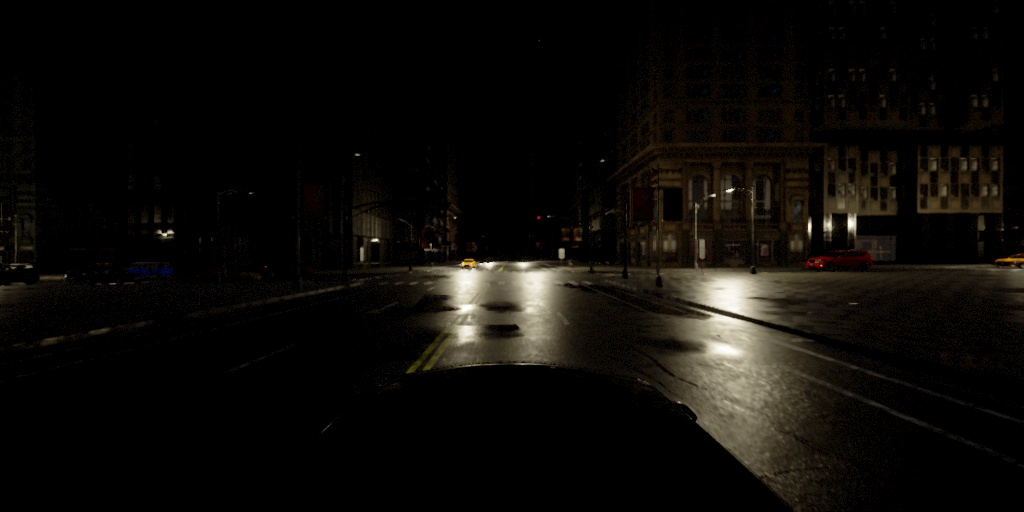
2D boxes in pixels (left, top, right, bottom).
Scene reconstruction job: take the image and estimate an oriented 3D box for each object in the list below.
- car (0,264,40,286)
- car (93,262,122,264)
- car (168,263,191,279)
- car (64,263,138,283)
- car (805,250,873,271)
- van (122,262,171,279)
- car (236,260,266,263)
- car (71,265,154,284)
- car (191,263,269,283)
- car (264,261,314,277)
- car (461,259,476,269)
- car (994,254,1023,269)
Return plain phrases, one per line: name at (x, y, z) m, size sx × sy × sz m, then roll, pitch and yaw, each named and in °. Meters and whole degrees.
car at (-43.554, 1.626, 30.460) m, size 5.009 × 1.841 × 2.192 m, roll 0°, pitch 0°, yaw 0°
car at (-44.332, 1.594, 39.013) m, size 5.009 × 1.841 × 2.192 m, roll 0°, pitch 0°, yaw 0°
car at (-34.158, 1.724, 38.981) m, size 4.207 × 1.307 × 1.802 m, roll 0°, pitch 0°, yaw 0°
car at (-38.192, 1.731, 33.125) m, size 4.892 × 1.490 × 1.837 m, roll -1°, pitch 0°, yaw 0°
car at (32.967, 0.472, 36.201) m, size 5.566 × 2.045 × 2.150 m, roll -1°, pitch 0°, yaw 0°
van at (-39.245, 1.552, 38.997) m, size 3.998 × 1.789 × 1.690 m, roll 0°, pitch 0°, yaw 0°
car at (-29.071, 1.388, 38.965) m, size 5.009 × 1.841 × 2.192 m, roll 0°, pitch 0°, yaw 0°
car at (-33.783, 1.730, 30.441) m, size 4.403 × 1.370 × 2.007 m, roll 0°, pitch 0°, yaw 0°
car at (-23.841, 1.572, 30.421) m, size 4.829 × 1.417 × 1.751 m, roll 0°, pitch 0°, yaw 0°
car at (-23.984, 1.549, 38.950) m, size 4.507 × 1.381 × 1.888 m, roll 0°, pitch 0°, yaw 0°
car at (-6.515, 1.215, 54.213) m, size 1.882 × 1.535 × 5.008 m, roll 0°, pitch 1°, yaw 0°
car at (51.823, 0.522, 36.087) m, size 5.008 × 1.535 × 1.882 m, roll -1°, pitch 0°, yaw 0°
